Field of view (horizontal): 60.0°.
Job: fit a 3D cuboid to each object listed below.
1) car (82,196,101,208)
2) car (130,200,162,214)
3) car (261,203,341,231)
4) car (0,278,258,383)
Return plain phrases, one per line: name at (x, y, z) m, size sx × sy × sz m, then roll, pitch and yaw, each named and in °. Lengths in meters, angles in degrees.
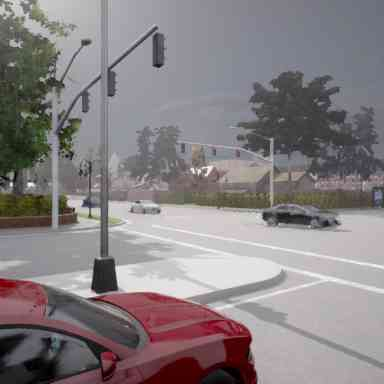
car at (-13.964, 1.353, 47.362) m, size 2.097 × 1.767 × 4.553 m, roll 0°, pitch 0°, yaw -36°
car at (-4.970, 1.526, 34.937) m, size 1.812 × 1.442 × 4.674 m, roll 0°, pitch 0°, yaw -35°
car at (6.770, 1.491, 21.053) m, size 4.902 × 1.511 × 2.128 m, roll 0°, pitch 0°, yaw 42°
car at (-1.653, 1.478, 2.590) m, size 5.008 × 1.535 × 1.882 m, roll 0°, pitch 0°, yaw -35°
